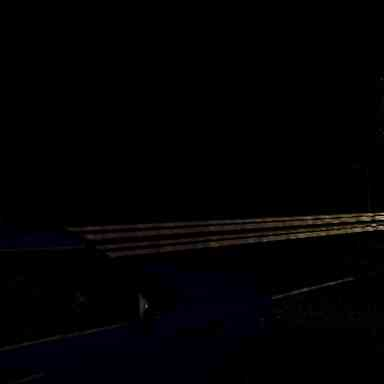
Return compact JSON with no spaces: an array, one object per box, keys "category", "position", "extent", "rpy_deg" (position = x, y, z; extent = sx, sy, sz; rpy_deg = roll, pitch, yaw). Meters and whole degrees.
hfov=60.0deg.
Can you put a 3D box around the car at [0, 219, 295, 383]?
[{"category":"car","position":[-1.629,1.218,2.556],"extent":[5.566,2.045,2.150],"rpy_deg":[1,0,-35]}]
